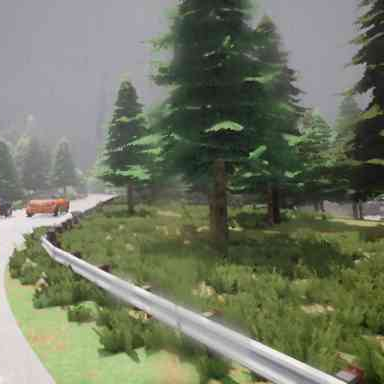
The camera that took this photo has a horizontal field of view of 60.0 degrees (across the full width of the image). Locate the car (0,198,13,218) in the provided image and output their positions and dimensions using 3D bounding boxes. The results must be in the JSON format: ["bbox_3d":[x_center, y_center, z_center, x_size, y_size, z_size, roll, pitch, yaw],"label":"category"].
[{"bbox_3d":[-13.734,1.157,22.267,2.128,1.511,4.902,-2,1,-8],"label":"car"}]

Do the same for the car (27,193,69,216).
[{"bbox_3d":[-10.745,0.840,25.147,2.097,1.767,4.553,-2,1,-8],"label":"car"}]
